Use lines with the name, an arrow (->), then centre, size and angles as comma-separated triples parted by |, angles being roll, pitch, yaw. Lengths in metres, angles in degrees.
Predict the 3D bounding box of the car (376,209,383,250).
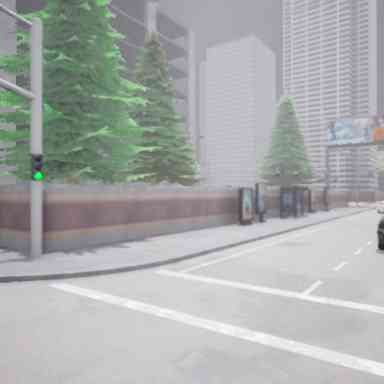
car -> 9.279, 1.270, 13.980 | 2.150, 2.045, 5.566 | 0, 0, 36
